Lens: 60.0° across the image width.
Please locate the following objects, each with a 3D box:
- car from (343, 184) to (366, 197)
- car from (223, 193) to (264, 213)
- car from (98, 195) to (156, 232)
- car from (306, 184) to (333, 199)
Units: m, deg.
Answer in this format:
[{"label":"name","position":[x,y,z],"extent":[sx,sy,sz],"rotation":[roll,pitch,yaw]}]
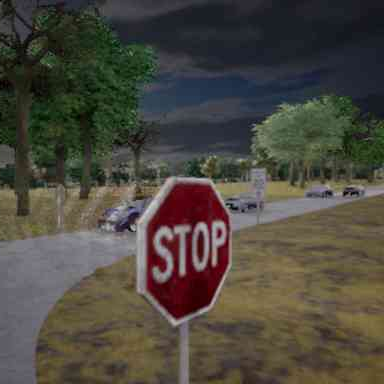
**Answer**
[{"label":"car","position":[20.462,-0.216,41.858],"extent":[1.837,1.490,4.892],"rotation":[0,3,39]},{"label":"car","position":[3.906,0.795,25.882],"extent":[1.994,1.385,4.181],"rotation":[0,2,39]},{"label":"car","position":[-2.690,0.992,17.538],"extent":[2.097,1.767,4.553],"rotation":[0,2,37]},{"label":"car","position":[15.452,-0.181,40.259],"extent":[2.097,1.767,4.553],"rotation":[0,3,39]}]
